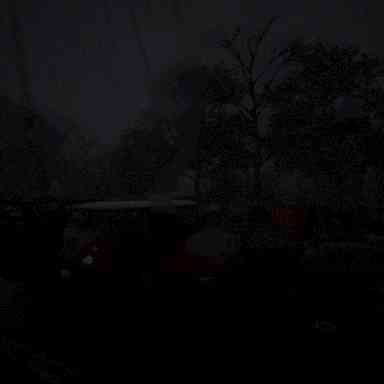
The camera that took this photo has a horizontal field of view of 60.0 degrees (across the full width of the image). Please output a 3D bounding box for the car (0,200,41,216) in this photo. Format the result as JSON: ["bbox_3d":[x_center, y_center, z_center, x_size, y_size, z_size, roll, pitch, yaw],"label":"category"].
[{"bbox_3d":[-20.845,1.836,39.017,1.946,1.575,5.366,-1,-1,36],"label":"car"}]

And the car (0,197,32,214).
[{"bbox_3d":[-22.975,1.630,40.803,2.435,2.045,5.566,-1,-1,36],"label":"car"}]

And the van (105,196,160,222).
[{"bbox_3d":[-4.907,1.355,27.978,1.878,1.987,4.442,-1,-1,36],"label":"van"}]

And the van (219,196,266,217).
[{"bbox_3d":[3.845,1.226,21.426,1.878,1.987,4.442,0,0,36],"label":"van"}]

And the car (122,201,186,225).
[{"bbox_3d":[-2.827,1.541,26.118,1.946,1.575,5.366,-1,-1,36],"label":"car"}]

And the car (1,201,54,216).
[{"bbox_3d":[-18.491,1.801,37.551,2.231,1.521,4.892,-1,-1,36],"label":"car"}]

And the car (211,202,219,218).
[{"bbox_3d":[1.786,1.471,23.049,2.097,1.535,5.008,-1,-1,36],"label":"car"}]

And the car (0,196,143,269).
[{"bbox_3d":[-3.699,1.202,10.918,2.435,2.045,5.566,0,0,36],"label":"car"}]

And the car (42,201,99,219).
[{"bbox_3d":[-11.835,1.692,32.788,2.097,1.535,5.008,-1,-1,36],"label":"car"}]

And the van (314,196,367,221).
[{"bbox_3d":[8.492,1.241,18.386,1.878,1.987,4.442,0,0,36],"label":"van"}]

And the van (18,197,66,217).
[{"bbox_3d":[-16.169,1.538,36.040,1.878,1.987,4.442,-1,-1,36],"label":"van"}]

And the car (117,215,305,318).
[{"bbox_3d":[0.800,1.509,7.666,2.002,1.452,4.674,0,0,36],"label":"car"}]

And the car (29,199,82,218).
[{"bbox_3d":[-14.002,1.601,34.307,2.185,1.767,4.553,-1,-1,36],"label":"car"}]

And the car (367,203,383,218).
[{"bbox_3d":[10.660,1.224,16.655,2.435,2.045,5.566,0,0,36],"label":"car"}]

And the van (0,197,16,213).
[{"bbox_3d":[-25.274,1.710,42.559,1.878,1.987,4.442,-1,-1,36],"label":"van"}]

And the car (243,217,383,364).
[{"bbox_3d":[3.053,1.477,6.043,2.097,1.535,5.008,0,0,36],"label":"car"}]

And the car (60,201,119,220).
[{"bbox_3d":[-9.480,1.654,31.102,2.097,1.535,5.008,-1,-1,36],"label":"car"}]

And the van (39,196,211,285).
[{"bbox_3d":[-1.526,1.235,9.184,1.878,1.987,4.442,0,0,36],"label":"van"}]

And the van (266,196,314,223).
[{"bbox_3d":[6.341,1.234,19.925,1.878,1.987,4.442,0,0,36],"label":"van"}]
